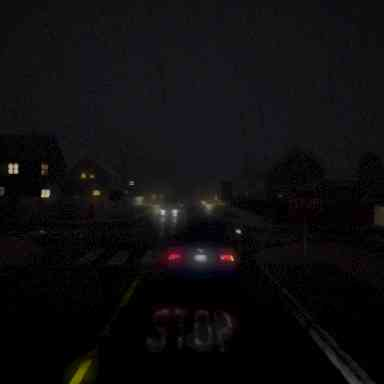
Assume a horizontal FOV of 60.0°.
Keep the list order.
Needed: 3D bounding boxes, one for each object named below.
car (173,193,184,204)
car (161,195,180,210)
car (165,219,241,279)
[{"bbox_3d":[-2.762,1.232,64.705,2.150,2.045,5.566,0,0,0],"label":"car"},{"bbox_3d":[-2.846,1.478,42.637,1.837,1.490,4.892,0,0,0],"label":"car"},{"bbox_3d":[0.480,1.532,9.999,2.033,1.411,5.357,0,0,7],"label":"car"}]
